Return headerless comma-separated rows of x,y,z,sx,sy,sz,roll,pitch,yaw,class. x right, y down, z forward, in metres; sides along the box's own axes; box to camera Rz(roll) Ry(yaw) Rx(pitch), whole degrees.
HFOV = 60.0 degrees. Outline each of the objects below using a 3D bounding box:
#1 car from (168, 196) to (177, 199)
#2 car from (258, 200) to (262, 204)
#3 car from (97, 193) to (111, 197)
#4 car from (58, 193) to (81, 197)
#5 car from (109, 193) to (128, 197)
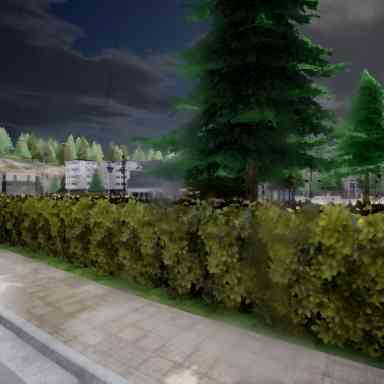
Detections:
-3.305,1.374,56.063,1.845,1.501,3.633,0,0,43,car
9.644,1.352,44.205,2.097,1.767,4.553,0,0,43,car
-16.701,1.097,68.943,1.932,1.855,4.605,0,0,43,car
-28.382,1.154,79.442,2.152,1.636,5.027,0,0,43,car
-10.572,1.384,52.725,1.970,1.475,3.806,0,0,43,car
